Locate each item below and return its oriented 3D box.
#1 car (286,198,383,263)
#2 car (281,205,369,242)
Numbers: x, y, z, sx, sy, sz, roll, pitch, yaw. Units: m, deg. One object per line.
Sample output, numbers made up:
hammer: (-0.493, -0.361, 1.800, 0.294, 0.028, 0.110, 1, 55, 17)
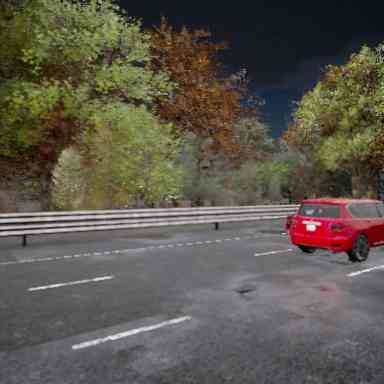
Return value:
car: (6.056, 1.256, 12.354, 5.566, 2.045, 2.150, 0, 0, -35)
car: (7.036, 1.520, 17.350, 5.008, 1.535, 1.882, 0, 0, -35)
